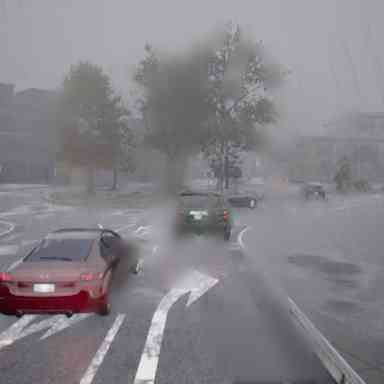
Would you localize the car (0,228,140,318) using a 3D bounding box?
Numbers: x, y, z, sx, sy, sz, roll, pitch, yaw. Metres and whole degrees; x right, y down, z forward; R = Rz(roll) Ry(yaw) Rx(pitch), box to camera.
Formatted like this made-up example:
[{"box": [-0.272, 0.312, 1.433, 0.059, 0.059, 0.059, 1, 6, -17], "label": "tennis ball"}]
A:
[{"box": [-2.407, 1.485, 7.417, 1.994, 1.385, 4.181, 0, 1, 0], "label": "car"}]

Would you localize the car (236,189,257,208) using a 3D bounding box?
[{"box": [2.789, 0.502, 24.307, 4.892, 1.490, 1.837, -4, 6, -42], "label": "car"}]

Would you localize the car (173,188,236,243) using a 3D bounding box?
[{"box": [0.657, 0.888, 14.583, 2.150, 2.045, 5.566, 1, 3, 9], "label": "car"}]

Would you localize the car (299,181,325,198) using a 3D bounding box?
[{"box": [12.239, -0.321, 34.043, 1.837, 1.490, 4.892, 2, 5, 9], "label": "car"}]
